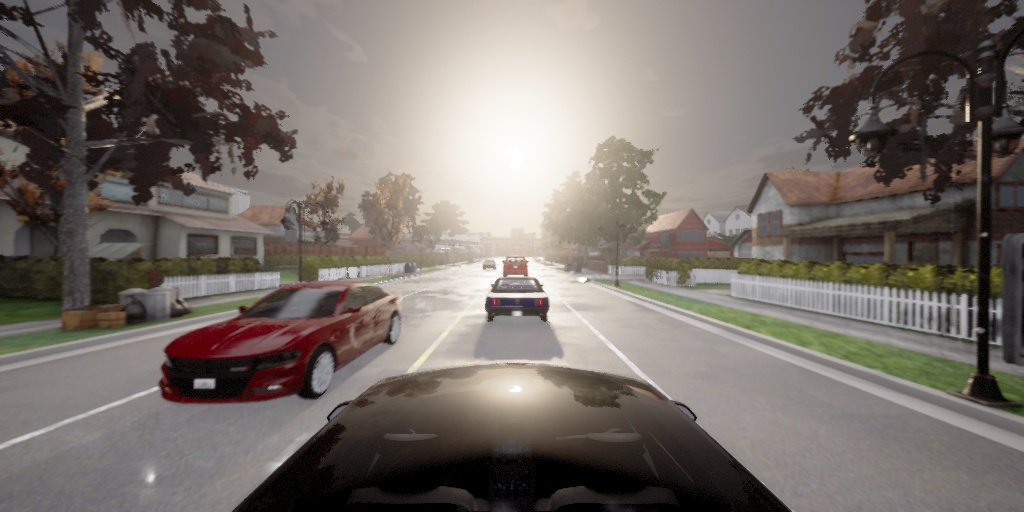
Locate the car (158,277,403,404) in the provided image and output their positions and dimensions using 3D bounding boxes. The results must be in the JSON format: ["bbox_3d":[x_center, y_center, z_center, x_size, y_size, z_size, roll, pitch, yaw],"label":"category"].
[{"bbox_3d":[-3.577,1.218,6.687,1.882,1.535,5.008,0,0,0],"label":"car"}]

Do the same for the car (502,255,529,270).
[{"bbox_3d":[0.304,0.971,31.362,2.150,2.045,5.566,0,0,0],"label":"car"}]

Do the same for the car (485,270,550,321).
[{"bbox_3d":[0.168,1.351,12.436,1.895,1.301,4.718,0,0,0],"label":"car"}]

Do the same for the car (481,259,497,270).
[{"bbox_3d":[-3.220,1.230,51.402,1.837,1.490,4.892,0,0,1],"label":"car"}]
